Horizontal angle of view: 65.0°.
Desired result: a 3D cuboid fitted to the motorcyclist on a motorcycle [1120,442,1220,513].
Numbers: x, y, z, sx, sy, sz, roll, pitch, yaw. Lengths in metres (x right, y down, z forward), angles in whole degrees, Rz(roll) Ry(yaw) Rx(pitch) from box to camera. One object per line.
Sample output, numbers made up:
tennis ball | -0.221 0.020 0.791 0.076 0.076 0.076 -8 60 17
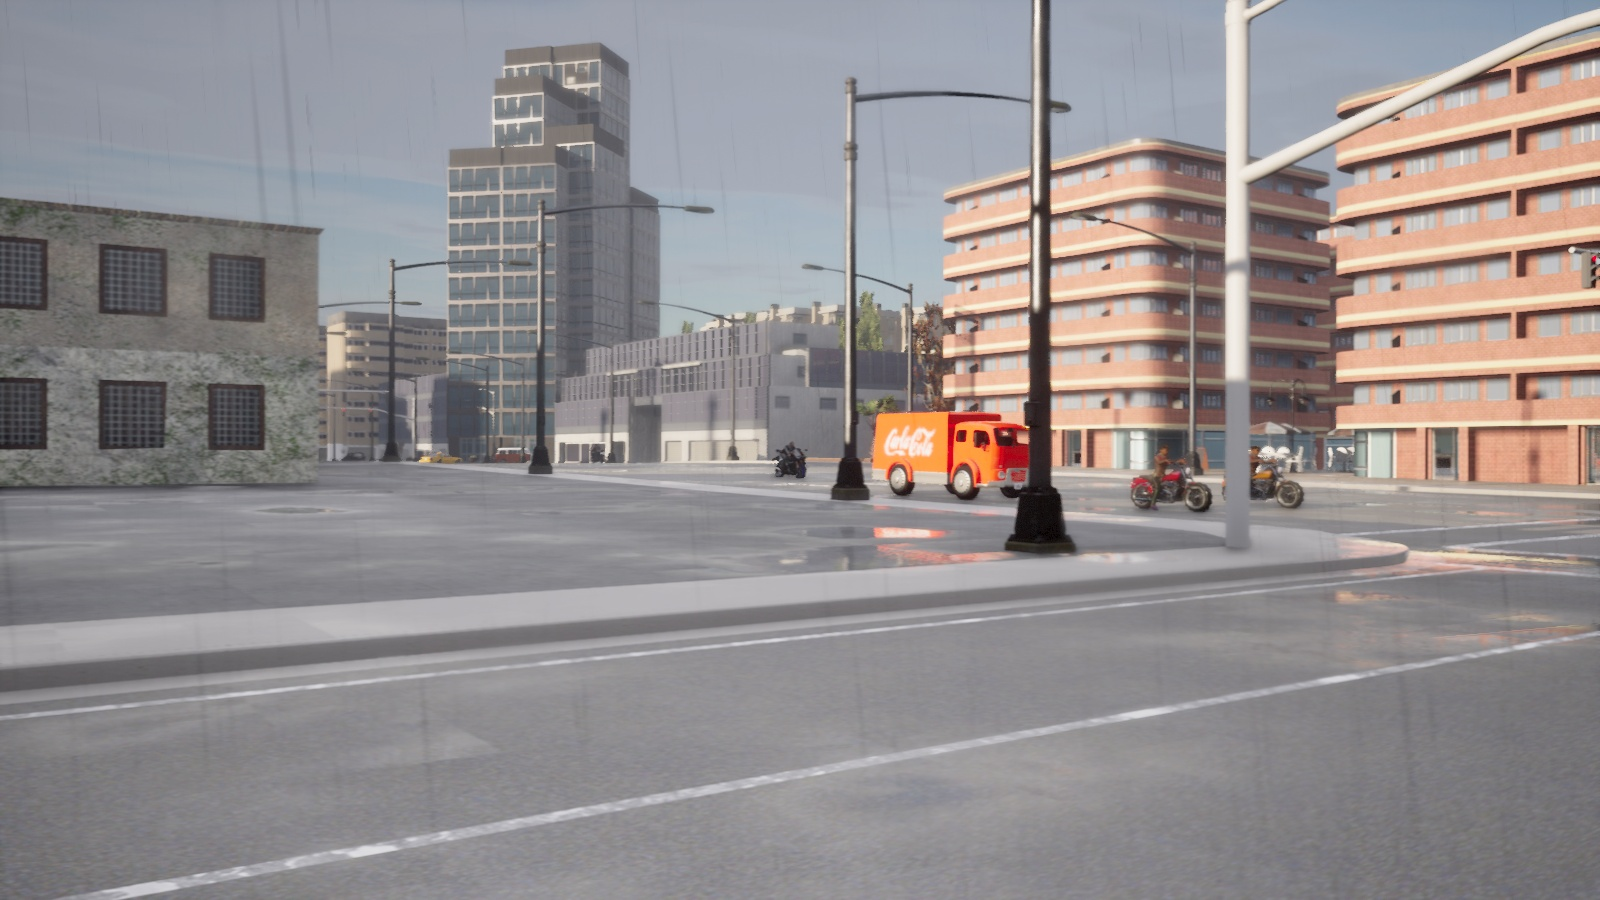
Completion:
motorcyclist on a motorcycle | 8.867 0.629 30.222 0.766 1.649 2.350 0 1 -34

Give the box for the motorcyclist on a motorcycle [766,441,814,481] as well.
motorcyclist on a motorcycle | -0.406 0.430 50.405 0.866 1.530 2.191 0 1 -34

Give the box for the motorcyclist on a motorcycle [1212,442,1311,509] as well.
motorcyclist on a motorcycle | 11.788 0.625 32.149 0.766 1.649 2.350 0 1 -34

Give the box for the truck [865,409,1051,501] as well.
truck | 4.515 0.108 36.739 2.627 2.467 5.204 0 1 -34
